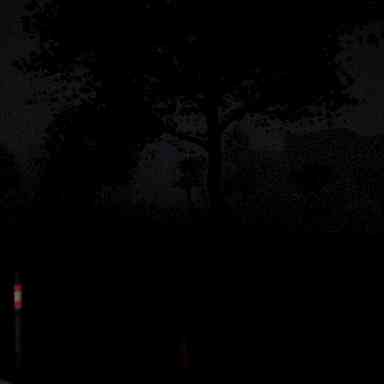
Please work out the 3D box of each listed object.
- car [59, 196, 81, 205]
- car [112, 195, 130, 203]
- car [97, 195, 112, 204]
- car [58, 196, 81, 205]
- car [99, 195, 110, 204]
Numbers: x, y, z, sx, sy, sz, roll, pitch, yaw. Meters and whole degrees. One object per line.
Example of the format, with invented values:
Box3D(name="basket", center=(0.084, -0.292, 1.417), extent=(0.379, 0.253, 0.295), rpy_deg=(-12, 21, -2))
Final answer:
Box3D(name="car", center=(-30.098, 2.040, 81.846), extent=(5.566, 2.045, 2.435), rpy_deg=(-1, -1, -19))
Box3D(name="car", center=(-19.789, 1.984, 89.407), extent=(5.566, 2.045, 2.435), rpy_deg=(-1, -2, -19))
Box3D(name="car", center=(-20.102, 2.041, 75.053), extent=(1.812, 1.442, 4.674), rpy_deg=(-1, -1, -2))
Box3D(name="car", center=(-31.877, 2.188, 87.008), extent=(5.566, 2.045, 2.435), rpy_deg=(-1, -1, -19))
Box3D(name="car", center=(-22.447, 1.896, 85.162), extent=(2.150, 2.045, 5.566), rpy_deg=(-1, -1, -19))
